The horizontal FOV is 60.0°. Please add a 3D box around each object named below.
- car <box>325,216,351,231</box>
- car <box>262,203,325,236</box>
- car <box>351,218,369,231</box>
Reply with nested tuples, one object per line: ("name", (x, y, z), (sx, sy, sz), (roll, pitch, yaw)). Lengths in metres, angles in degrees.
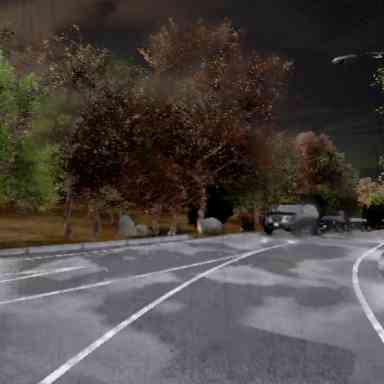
("car", (12.613, 2.817, 30.073), (1.895, 1.301, 4.718), (1, -4, 36))
("car", (6.702, 1.741, 22.030), (2.150, 2.045, 5.566), (1, -3, 37))
("car", (19.834, 3.803, 39.845), (1.882, 1.535, 5.008), (1, -5, 37))
